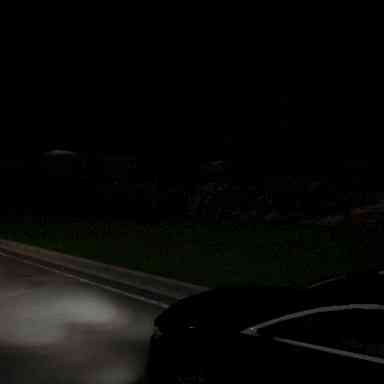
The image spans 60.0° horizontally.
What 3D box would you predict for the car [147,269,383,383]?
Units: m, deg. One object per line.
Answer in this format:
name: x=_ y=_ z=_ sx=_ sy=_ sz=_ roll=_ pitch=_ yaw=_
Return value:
car: x=1.738 y=1.498 z=2.960 sx=4.902 sy=1.511 sz=2.128 roll=-1 pitch=0 yaw=36
